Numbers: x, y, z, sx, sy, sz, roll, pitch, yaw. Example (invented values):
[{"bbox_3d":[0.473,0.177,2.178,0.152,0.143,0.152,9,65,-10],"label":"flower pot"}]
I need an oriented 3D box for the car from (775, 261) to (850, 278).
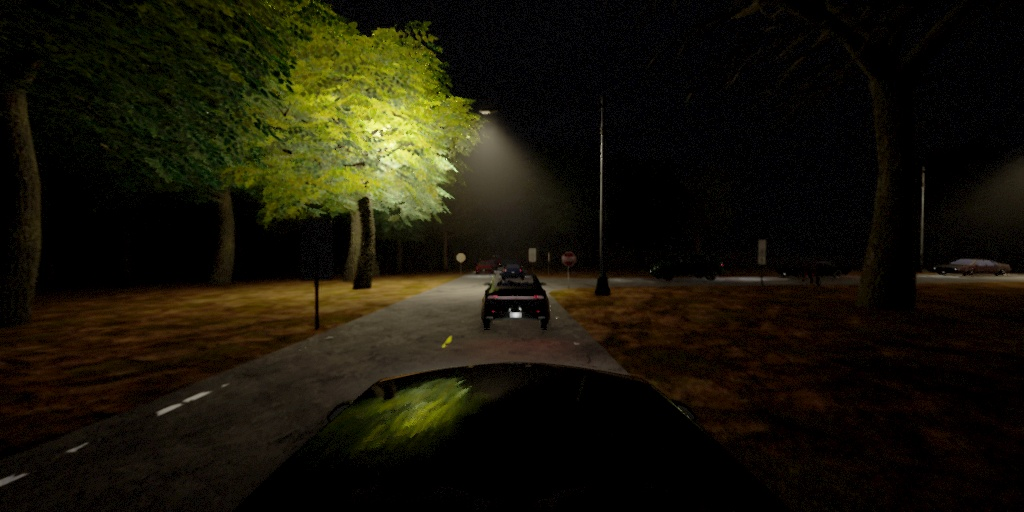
[{"bbox_3d":[24.076,1.099,28.845,4.718,1.301,1.895,-1,1,-1],"label":"car"}]

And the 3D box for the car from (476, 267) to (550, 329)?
[{"bbox_3d":[0.096,1.272,11.429,2.128,1.511,4.902,0,0,0],"label":"car"}]

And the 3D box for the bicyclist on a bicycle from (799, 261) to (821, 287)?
[{"bbox_3d":[18.542,1.112,22.345,0.582,1.620,1.656,-1,-1,0],"label":"bicyclist on a bicycle"}]

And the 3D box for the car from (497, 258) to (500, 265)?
[{"bbox_3d":[-3.101,1.347,51.525,1.812,1.442,4.674,0,0,0],"label":"car"}]

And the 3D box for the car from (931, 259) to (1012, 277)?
[{"bbox_3d":[38.113,0.937,29.739,5.357,1.411,2.033,0,1,-6],"label":"car"}]

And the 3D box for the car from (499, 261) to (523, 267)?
[{"bbox_3d":[0.090,1.376,33.049,1.994,1.385,4.181,0,0,0],"label":"car"}]

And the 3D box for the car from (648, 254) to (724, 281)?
[{"bbox_3d":[13.960,0.850,28.867,5.566,2.045,2.150,-1,1,1],"label":"car"}]

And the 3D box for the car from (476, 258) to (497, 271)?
[{"bbox_3d":[-3.090,1.295,41.521,1.882,1.535,5.008,0,0,0],"label":"car"}]
